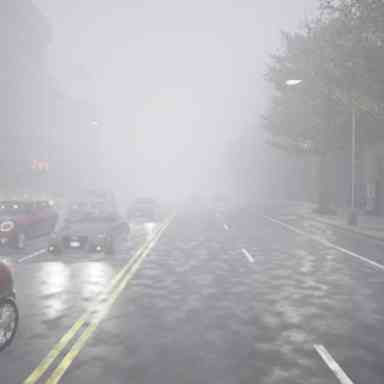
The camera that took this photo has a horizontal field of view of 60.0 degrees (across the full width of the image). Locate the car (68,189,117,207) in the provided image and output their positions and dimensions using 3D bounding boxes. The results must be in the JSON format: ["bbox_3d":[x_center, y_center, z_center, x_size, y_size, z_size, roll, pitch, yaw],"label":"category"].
[{"bbox_3d":[-6.849,0.800,23.448,2.150,2.045,5.566,0,1,0],"label":"car"}]

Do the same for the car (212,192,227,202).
[{"bbox_3d":[3.911,0.750,47.294,1.994,1.385,4.181,0,1,0],"label":"car"}]

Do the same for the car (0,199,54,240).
[{"bbox_3d":[-7.003,1.122,13.100,2.097,1.767,4.553,0,1,1],"label":"car"}]

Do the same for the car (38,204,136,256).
[{"bbox_3d":[-3.515,1.354,12.012,1.994,1.385,4.181,0,1,0],"label":"car"}]

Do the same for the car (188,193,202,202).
[{"bbox_3d":[0.419,0.772,48.110,1.895,1.301,4.718,0,1,0],"label":"car"}]

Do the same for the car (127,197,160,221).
[{"bbox_3d":[-3.353,1.113,23.221,1.837,1.490,4.892,0,1,0],"label":"car"}]

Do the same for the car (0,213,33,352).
[{"bbox_3d":[-3.585,1.298,2.913,2.097,1.767,4.553,0,1,0],"label":"car"}]
